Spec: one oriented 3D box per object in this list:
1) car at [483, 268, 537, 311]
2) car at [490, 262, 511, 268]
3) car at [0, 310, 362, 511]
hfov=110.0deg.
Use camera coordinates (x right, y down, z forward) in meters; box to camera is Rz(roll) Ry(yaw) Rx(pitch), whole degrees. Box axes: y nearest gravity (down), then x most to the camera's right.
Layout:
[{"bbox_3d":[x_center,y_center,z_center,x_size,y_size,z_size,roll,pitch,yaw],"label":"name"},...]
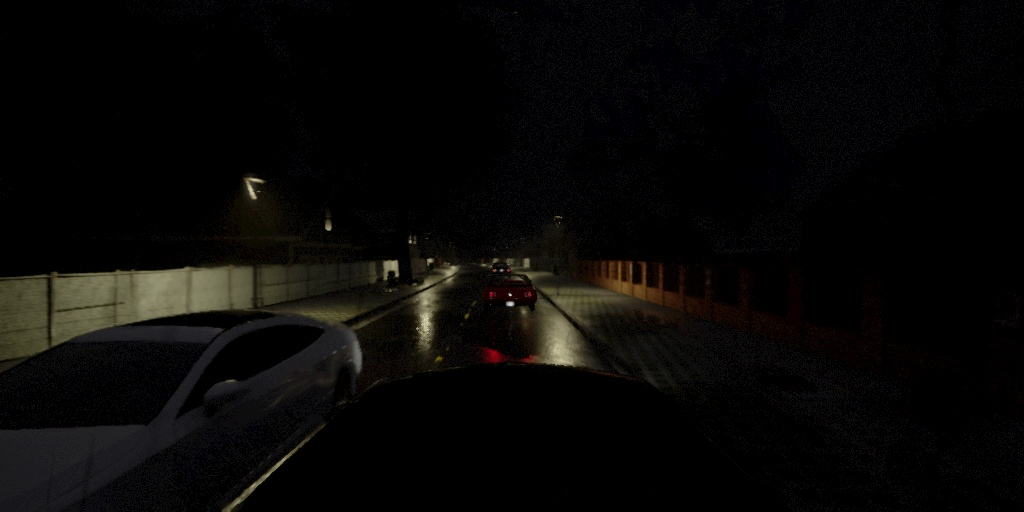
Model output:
[{"bbox_3d":[-0.120,1.351,14.487,1.895,1.301,4.718,0,0,-2],"label":"car"},{"bbox_3d":[-1.067,1.307,33.851,2.033,1.411,5.357,0,0,-4],"label":"car"},{"bbox_3d":[-2.881,1.278,3.036,1.812,1.442,4.674,0,0,0],"label":"car"}]
